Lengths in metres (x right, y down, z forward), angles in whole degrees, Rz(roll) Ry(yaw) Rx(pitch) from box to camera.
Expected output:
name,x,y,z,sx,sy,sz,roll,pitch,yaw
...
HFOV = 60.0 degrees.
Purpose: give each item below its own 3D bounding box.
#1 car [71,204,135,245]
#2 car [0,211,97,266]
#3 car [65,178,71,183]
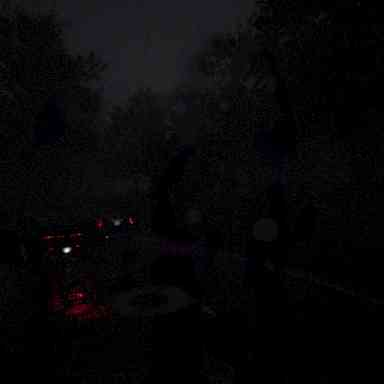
name,x,y,z,sx,sy,sz,roll,pitch,yaw
car,-4.709,1.347,15.311,4.553,1.767,2.097,-1,1,42
car,-5.570,1.543,11.935,4.892,1.490,1.837,0,-1,45
car,-33.655,-2.991,89.155,1.837,1.490,4.892,-1,5,1
